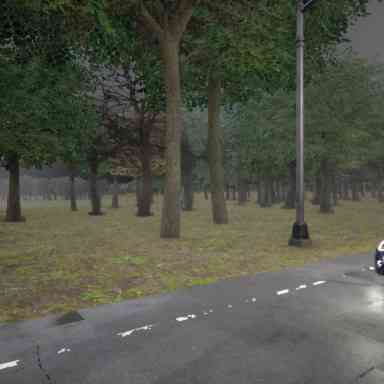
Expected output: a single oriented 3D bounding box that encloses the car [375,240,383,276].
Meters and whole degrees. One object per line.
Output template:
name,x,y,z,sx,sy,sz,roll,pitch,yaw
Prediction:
car,6.852,1.343,8.853,4.553,1.767,2.097,0,0,-35
